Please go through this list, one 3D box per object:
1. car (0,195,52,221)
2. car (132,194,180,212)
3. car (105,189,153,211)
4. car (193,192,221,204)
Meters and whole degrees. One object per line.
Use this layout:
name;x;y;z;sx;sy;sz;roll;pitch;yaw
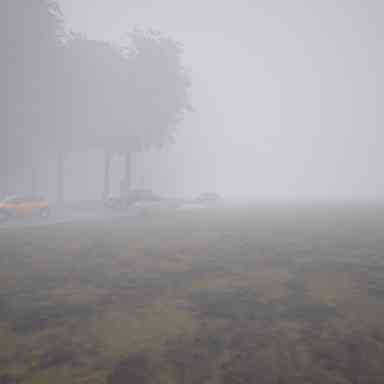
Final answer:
car;-12.686;1.063;24.093;2.097;1.767;4.553;1;2;36
car;-3.194;1.135;32.276;1.895;1.301;4.718;1;2;36
car;-6.060;0.732;33.298;2.150;2.045;5.566;1;1;36
car;2.051;0.791;44.542;1.837;1.490;4.892;1;3;36
